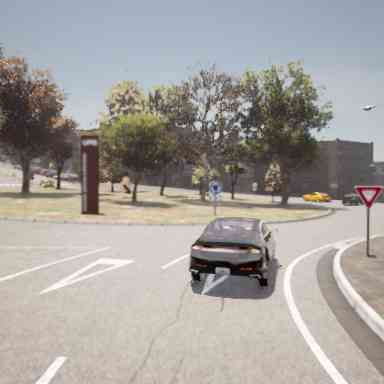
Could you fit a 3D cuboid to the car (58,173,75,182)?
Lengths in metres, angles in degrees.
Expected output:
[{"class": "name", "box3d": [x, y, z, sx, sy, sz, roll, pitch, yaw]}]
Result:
[{"class": "car", "box3d": [-31.109, -3.486, 86.051, 2.231, 1.521, 4.892, 7, 6, 28]}]

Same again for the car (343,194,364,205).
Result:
[{"class": "car", "box3d": [22.226, 0.984, 45.641, 1.837, 1.490, 4.892, 0, 1, 42]}]

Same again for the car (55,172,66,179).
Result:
[{"class": "car", "box3d": [-33.107, -3.799, 88.324, 2.002, 1.452, 4.674, 7, 6, 28]}]

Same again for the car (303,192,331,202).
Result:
[{"class": "car", "box3d": [19.463, 0.777, 52.135, 1.882, 1.535, 5.008, -1, 2, -20]}]

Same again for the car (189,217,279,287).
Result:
[{"class": "car", "box3d": [1.323, 1.450, 9.372, 2.128, 1.511, 4.902, 1, 0, 16]}]
